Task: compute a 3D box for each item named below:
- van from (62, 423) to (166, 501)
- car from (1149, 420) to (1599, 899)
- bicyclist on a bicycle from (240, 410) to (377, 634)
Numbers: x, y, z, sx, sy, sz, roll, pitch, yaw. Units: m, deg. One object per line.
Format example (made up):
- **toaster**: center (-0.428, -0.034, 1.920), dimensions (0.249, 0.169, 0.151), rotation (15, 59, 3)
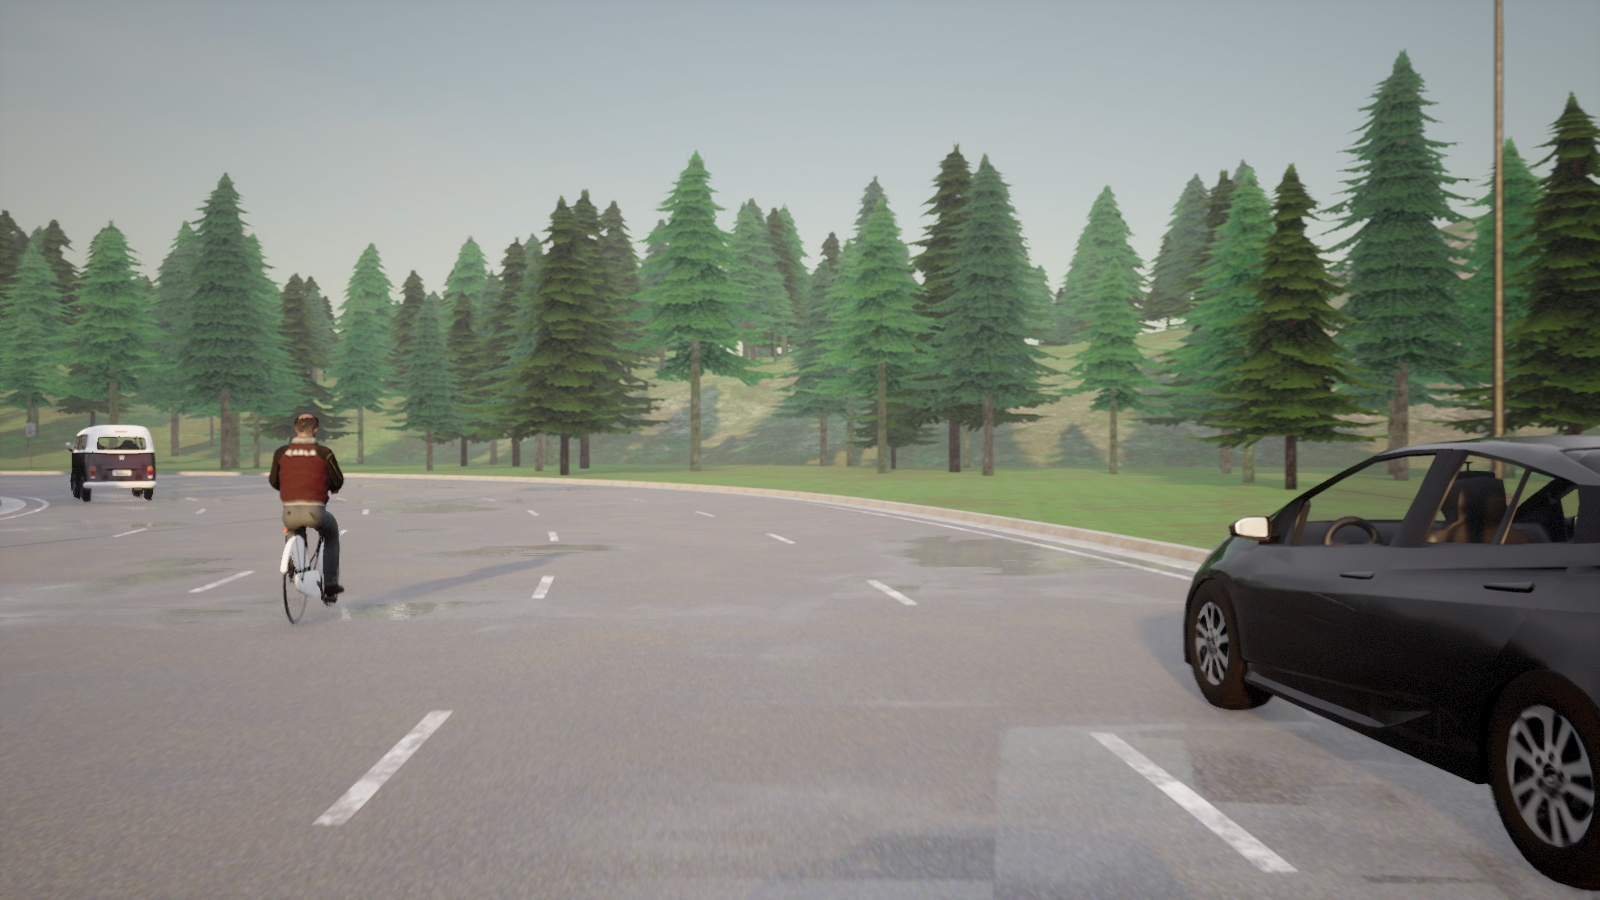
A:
- **van**: center (-19.217, 0.300, 35.077), dimensions (2.069, 2.038, 4.480), rotation (0, 0, -35)
- **car**: center (3.314, 0.664, 5.655), dimensions (2.007, 1.525, 4.514), rotation (0, 0, -3)
- **bicyclist on a bicycle**: center (-4.225, 0.564, 10.937), dimensions (0.659, 1.776, 1.843), rotation (0, 1, -7)
